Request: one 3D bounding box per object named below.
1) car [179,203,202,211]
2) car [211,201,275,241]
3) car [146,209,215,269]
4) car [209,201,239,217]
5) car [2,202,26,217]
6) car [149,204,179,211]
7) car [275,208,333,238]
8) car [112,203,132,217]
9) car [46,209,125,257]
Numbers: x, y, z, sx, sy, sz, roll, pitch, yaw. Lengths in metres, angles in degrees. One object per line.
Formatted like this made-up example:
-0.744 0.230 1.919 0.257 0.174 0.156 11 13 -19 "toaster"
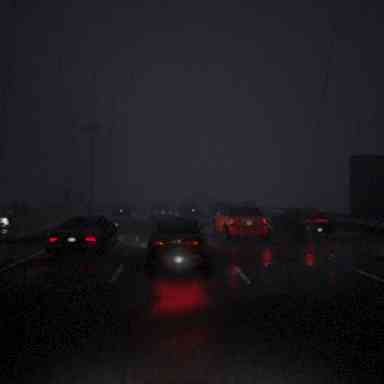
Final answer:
-0.283 1.806 35.074 1.994 1.385 4.181 0 0 -11 "car"
2.424 1.468 17.472 2.097 1.767 4.553 0 0 -6 "car"
-0.531 1.588 11.480 1.837 1.490 4.892 0 0 -4 "car"
3.308 1.741 34.974 1.837 1.490 4.892 0 0 -11 "car"
-18.330 1.764 34.989 2.128 1.511 4.902 0 0 -13 "car"
-2.720 1.754 29.207 2.033 1.411 5.357 0 0 -9 "car"
5.863 1.608 18.326 2.128 1.511 4.902 0 0 -6 "car"
-7.271 1.813 34.342 1.994 1.385 4.181 0 0 -11 "car"
-4.185 1.649 13.488 2.033 1.411 5.357 0 0 -5 "car"
